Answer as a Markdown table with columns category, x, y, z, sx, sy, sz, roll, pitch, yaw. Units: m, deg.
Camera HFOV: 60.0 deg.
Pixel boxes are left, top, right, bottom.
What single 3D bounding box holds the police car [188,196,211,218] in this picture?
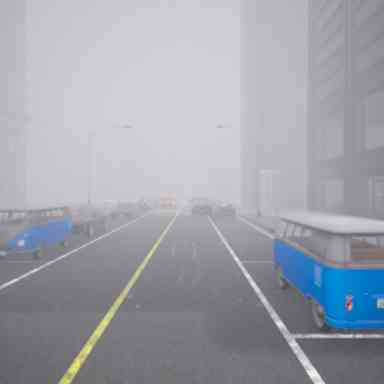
| category | x | y | z | sx | sy | sz | roll | pitch | yaw |
| --- | --- | --- | --- | --- | --- | --- | --- | --- | --- |
| police car | 0.874 | 1.440 | 30.974 | 1.930 | 1.638 | 5.238 | 0 | 0 | 0 |

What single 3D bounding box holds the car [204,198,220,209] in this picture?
| category | x | y | z | sx | sy | sz | roll | pitch | yaw |
| --- | --- | --- | --- | --- | --- | --- | --- | --- | --- |
| car | 2.740 | 1.581 | 46.051 | 1.947 | 1.339 | 4.313 | 0 | 0 | 0 |

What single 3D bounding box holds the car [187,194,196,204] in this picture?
| category | x | y | z | sx | sy | sz | roll | pitch | yaw |
| --- | --- | --- | --- | --- | --- | --- | --- | --- | --- |
| car | 0.728 | 1.367 | 46.834 | 2.097 | 1.767 | 4.553 | 0 | 0 | 0 |

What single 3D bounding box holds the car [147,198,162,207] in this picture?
| category | x | y | z | sx | sy | sz | roll | pitch | yaw |
| --- | --- | --- | --- | --- | --- | --- | --- | --- | --- |
| car | -5.787 | 1.580 | 51.687 | 1.947 | 1.339 | 4.313 | 0 | 0 | 0 |

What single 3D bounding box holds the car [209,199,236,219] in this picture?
| category | x | y | z | sx | sy | sz | roll | pitch | yaw |
| --- | --- | --- | --- | --- | --- | --- | --- | --- | --- |
| car | 2.747 | 1.557 | 29.129 | 1.887 | 1.381 | 4.507 | 0 | 0 | 0 |

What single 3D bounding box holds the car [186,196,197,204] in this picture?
| category | x | y | z | sx | sy | sz | roll | pitch | yaw |
| --- | --- | --- | --- | --- | --- | --- | --- | --- | --- |
| car | -0.028 | 1.561 | 65.366 | 2.033 | 1.411 | 5.357 | 0 | 0 | 0 |

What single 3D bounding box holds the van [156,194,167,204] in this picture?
| category | x | y | z | sx | sy | sz | roll | pitch | yaw |
| --- | --- | --- | --- | --- | --- | --- | --- | --- | --- |
| van | -5.792 | 1.352 | 62.969 | 1.690 | 1.788 | 3.998 | 0 | 0 | 0 |

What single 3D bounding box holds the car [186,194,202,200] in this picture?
| category | x | y | z | sx | sy | sz | roll | pitch | yaw |
| --- | --- | --- | --- | --- | --- | --- | --- | --- | --- |
| car | 0.530 | 1.292 | 87.409 | 1.882 | 1.535 | 5.008 | 0 | 0 | 32 |

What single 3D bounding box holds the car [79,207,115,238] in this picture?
| category | x | y | z | sx | sy | sz | roll | pitch | yaw |
| --- | --- | --- | --- | --- | --- | --- | --- | --- | --- |
| car | -5.773 | 1.552 | 17.842 | 1.887 | 1.381 | 4.507 | 0 | 0 | 0 |

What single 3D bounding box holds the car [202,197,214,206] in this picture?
| category | x | y | z | sx | sy | sz | roll | pitch | yaw |
| --- | --- | --- | --- | --- | --- | --- | --- | --- | --- |
| car | 2.736 | 1.538 | 57.503 | 1.752 | 1.417 | 4.829 | 0 | 0 | 0 |

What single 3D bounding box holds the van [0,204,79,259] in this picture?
| category | x | y | z | sx | sy | sz | roll | pitch | yaw |
| --- | --- | --- | --- | --- | --- | --- | --- | --- | --- |
| van | -5.772 | 1.347 | 12.201 | 1.690 | 1.788 | 3.998 | 0 | 0 | 0 |

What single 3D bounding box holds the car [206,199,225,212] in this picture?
| category | x | y | z | sx | sy | sz | roll | pitch | yaw |
| --- | --- | --- | --- | --- | --- | --- | --- | --- | --- |
| car | 2.743 | 1.566 | 40.410 | 2.008 | 1.369 | 4.403 | 0 | 0 | 0 |

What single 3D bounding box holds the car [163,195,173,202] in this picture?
| category | x | y | z | sx | sy | sz | roll | pitch | yaw |
| --- | --- | --- | --- | --- | --- | --- | --- | --- | --- |
| car | -5.799 | 1.552 | 79.892 | 2.008 | 1.369 | 4.403 | 0 | 0 | 0 |

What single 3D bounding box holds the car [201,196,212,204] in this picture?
| category | x | y | z | sx | sy | sz | roll | pitch | yaw |
| --- | --- | --- | --- | --- | --- | --- | --- | --- | --- |
| car | 2.734 | 1.562 | 62.973 | 2.008 | 1.369 | 4.403 | 0 | 0 | 0 |

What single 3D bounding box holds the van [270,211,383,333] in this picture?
| category | x | y | z | sx | sy | sz | roll | pitch | yaw |
| --- | --- | --- | --- | --- | --- | --- | --- | --- | --- |
| van | 2.756 | 1.344 | 6.567 | 1.690 | 1.788 | 3.998 | 0 | 0 | 0 |

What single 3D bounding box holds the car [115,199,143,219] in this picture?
| category | x | y | z | sx | sy | sz | roll | pitch | yaw |
| --- | --- | --- | --- | --- | --- | --- | --- | --- | --- |
| car | -5.778 | 1.578 | 29.123 | 1.947 | 1.339 | 4.313 | 0 | 0 | 0 |

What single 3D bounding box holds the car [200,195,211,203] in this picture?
| category | x | y | z | sx | sy | sz | roll | pitch | yaw |
| --- | --- | --- | --- | --- | --- | --- | --- | --- | --- |
| car | 2.731 | 1.448 | 68.615 | 1.967 | 1.590 | 4.097 | 0 | 0 | 0 |

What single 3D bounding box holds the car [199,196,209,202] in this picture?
| category | x | y | z | sx | sy | sz | roll | pitch | yaw |
| --- | --- | --- | --- | --- | --- | --- | --- | --- | --- |
| car | 2.729 | 1.556 | 74.256 | 2.008 | 1.369 | 4.403 | 0 | 0 | 0 |

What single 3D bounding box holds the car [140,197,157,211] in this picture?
| category | x | y | z | sx | sy | sz | roll | pitch | yaw |
| --- | --- | --- | --- | --- | --- | --- | --- | --- | --- |
| car | -5.783 | 1.455 | 40.405 | 1.967 | 1.590 | 4.097 | 0 | 0 | 0 |

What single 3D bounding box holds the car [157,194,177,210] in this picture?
| category | x | y | z | sx | sy | sz | roll | pitch | yaw |
| --- | --- | --- | --- | --- | --- | --- | --- | --- | --- |
| car | -3.106 | 1.365 | 44.137 | 2.097 | 1.767 | 4.553 | 0 | 0 | 0 |
